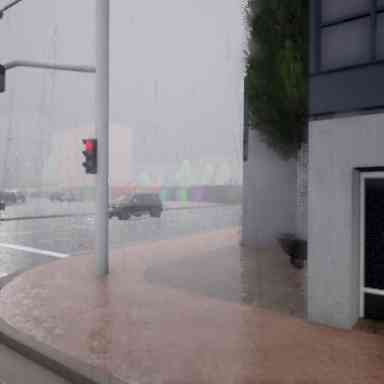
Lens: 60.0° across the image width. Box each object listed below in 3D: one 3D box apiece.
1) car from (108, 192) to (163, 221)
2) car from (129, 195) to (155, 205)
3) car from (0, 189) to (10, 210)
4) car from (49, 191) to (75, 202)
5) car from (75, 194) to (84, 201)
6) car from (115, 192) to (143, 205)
[{"bbox_3d":[-4.660,1.102,26.243,2.150,2.045,5.566,0,0,37],"label":"car"},{"bbox_3d":[-7.863,1.164,52.522,3.806,1.475,1.970,0,0,35],"label":"car"},{"bbox_3d":[-20.857,0.925,34.130,3.866,1.878,1.905,0,0,35],"label":"car"},{"bbox_3d":[-23.853,0.812,60.275,4.605,1.855,1.932,0,0,35],"label":"car"},{"bbox_3d":[-22.127,1.023,62.602,3.905,1.438,1.784,0,0,35],"label":"car"},{"bbox_3d":[-9.544,0.925,50.165,3.866,1.878,1.905,0,0,35],"label":"car"}]
